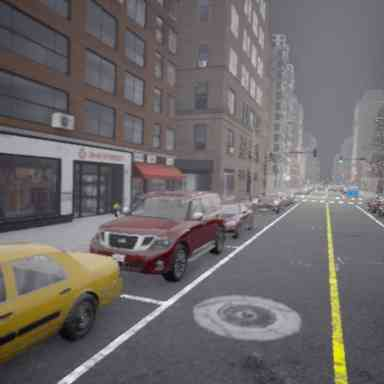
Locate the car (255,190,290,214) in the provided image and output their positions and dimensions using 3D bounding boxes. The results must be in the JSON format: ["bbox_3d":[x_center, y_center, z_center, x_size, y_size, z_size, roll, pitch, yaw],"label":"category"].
[{"bbox_3d":[5.680,0.635,24.293,1.967,1.590,4.097,3,2,22],"label":"car"}]

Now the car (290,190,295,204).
[{"bbox_3d":[7.676,0.587,29.254,1.752,1.417,4.829,3,2,22],"label":"car"}]

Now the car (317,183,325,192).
[{"bbox_3d":[33.789,-0.854,86.986,1.994,1.385,4.181,3,3,22],"label":"car"}]

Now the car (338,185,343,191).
[{"bbox_3d":[35.859,-0.379,77.730,1.802,1.307,4.206,3,3,22],"label":"car"}]

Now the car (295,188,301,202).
[{"bbox_3d":[9.802,0.471,34.530,2.008,1.369,4.403,3,2,22],"label":"car"}]

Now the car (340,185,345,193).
[{"bbox_3d":[31.612,-0.093,67.195,1.802,1.307,4.206,3,2,22],"label":"car"}]

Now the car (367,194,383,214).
[{"bbox_3d":[15.185,0.860,26.428,1.967,1.590,4.097,3,2,22],"label":"car"}]

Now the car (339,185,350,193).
[{"bbox_3d":[37.992,-0.791,82.987,2.192,1.841,5.009,3,3,22],"label":"car"}]

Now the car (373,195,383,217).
[{"bbox_3d":[13.117,1.139,21.316,1.802,1.307,4.206,3,2,22],"label":"car"}]

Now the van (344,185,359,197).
[{"bbox_3d":[27.373,-0.050,56.650,1.690,1.788,3.998,3,2,22],"label":"van"}]

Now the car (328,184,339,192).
[{"bbox_3d":[34.939,-0.687,82.485,2.033,1.411,5.357,3,3,22],"label":"car"}]

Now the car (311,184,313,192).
[{"bbox_3d":[22.048,-0.350,64.907,1.887,1.381,4.507,3,2,22],"label":"car"}]

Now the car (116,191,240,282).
[{"bbox_3d":[-0.504,0.921,8.937,2.192,1.841,5.009,3,2,22],"label":"car"}]

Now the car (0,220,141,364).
[{"bbox_3d":[-2.632,1.273,3.672,1.752,1.417,4.829,3,2,22],"label":"car"}]

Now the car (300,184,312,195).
[{"bbox_3d":[19.924,-0.203,59.640,2.008,1.369,4.403,3,2,22],"label":"car"}]

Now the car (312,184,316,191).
[{"bbox_3d":[28.356,-0.793,80.554,1.752,1.417,4.829,3,2,22],"label":"car"}]

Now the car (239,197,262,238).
[{"bbox_3d":[1.550,1.051,14.064,1.802,1.307,4.206,3,2,22],"label":"car"}]
